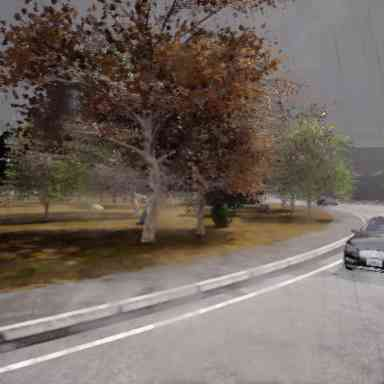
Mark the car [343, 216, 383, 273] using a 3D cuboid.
[{"bbox_3d":[6.215,1.514,10.247,2.128,1.511,4.902,-1,0,41],"label":"car"}]

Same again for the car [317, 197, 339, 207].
[{"bbox_3d":[20.511,1.454,50.347,1.994,1.385,4.181,-2,0,0],"label":"car"}]
